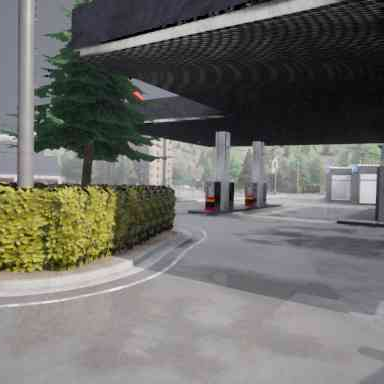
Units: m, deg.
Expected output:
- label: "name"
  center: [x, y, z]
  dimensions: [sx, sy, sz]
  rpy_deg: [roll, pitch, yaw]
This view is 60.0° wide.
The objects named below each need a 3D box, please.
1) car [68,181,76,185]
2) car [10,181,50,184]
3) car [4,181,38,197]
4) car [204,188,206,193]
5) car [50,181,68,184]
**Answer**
- label: "car"
  center: [-25.511, -1.285, 68.052]
  dimensions: [4.605, 1.855, 1.932]
  rpy_deg: [2, 2, 35]
- label: "car"
  center: [-17.272, -0.180, 35.202]
  dimensions: [3.866, 1.878, 1.905]
  rpy_deg: [2, 2, 35]
- label: "car"
  center: [-21.811, -0.467, 42.415]
  dimensions: [4.605, 1.855, 1.932]
  rpy_deg: [2, 2, 35]
- label: "car"
  center: [4.817, -0.318, 65.614]
  dimensions: [5.027, 1.636, 2.152]
  rpy_deg: [2, 2, 35]
- label: "car"
  center: [-26.846, -1.259, 65.438]
  dimensions: [3.866, 1.878, 1.905]
  rpy_deg: [2, 2, 35]
